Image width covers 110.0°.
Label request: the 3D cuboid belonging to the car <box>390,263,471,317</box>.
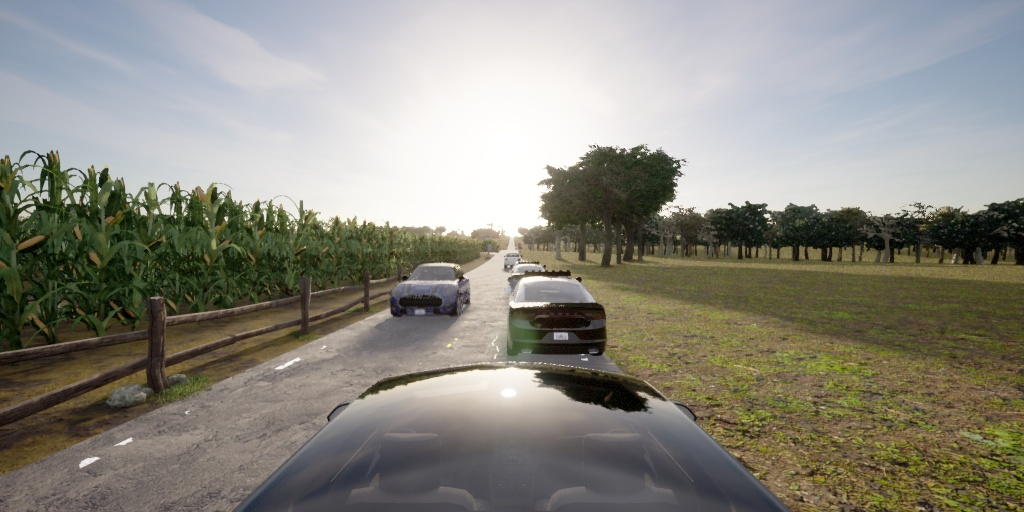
[{"bbox_3d":[-2.722,1.061,12.877,2.097,1.767,4.553,0,0,0],"label":"car"}]

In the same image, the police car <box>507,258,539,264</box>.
[{"bbox_3d":[0.866,1.090,18.716,1.930,1.638,5.238,0,0,0],"label":"police car"}]

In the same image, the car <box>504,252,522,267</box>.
[{"bbox_3d":[0.131,0.527,46.114,2.150,2.045,5.566,0,1,1],"label":"car"}]

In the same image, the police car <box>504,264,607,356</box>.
[{"bbox_3d":[0.843,1.154,8.715,1.930,1.638,5.238,0,0,0],"label":"police car"}]
